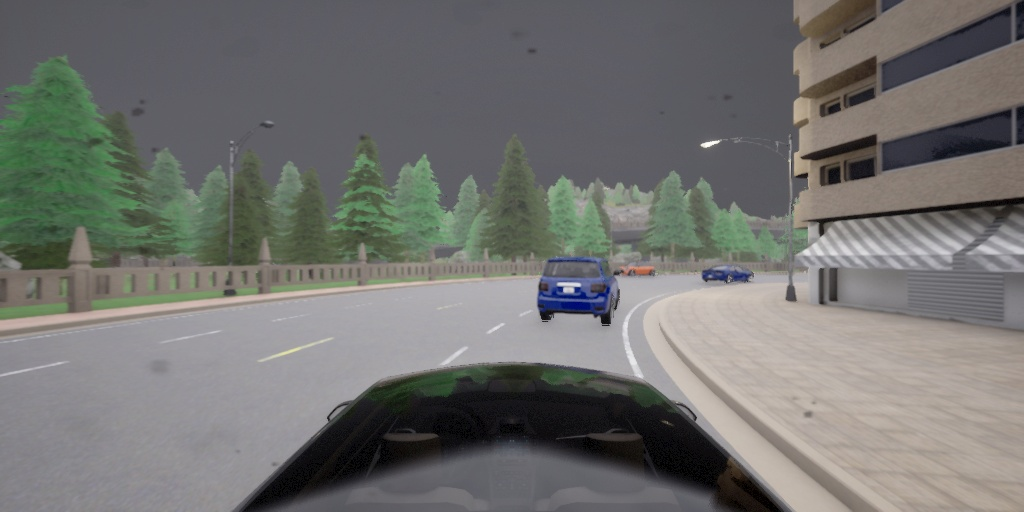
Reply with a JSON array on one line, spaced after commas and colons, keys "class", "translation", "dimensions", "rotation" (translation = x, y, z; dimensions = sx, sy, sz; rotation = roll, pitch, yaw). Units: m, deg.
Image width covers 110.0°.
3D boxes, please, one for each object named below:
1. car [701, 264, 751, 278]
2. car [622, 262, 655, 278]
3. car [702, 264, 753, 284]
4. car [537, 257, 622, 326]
[{"class": "car", "translation": [23.544, 1.613, 39.522], "dimensions": [4.892, 1.490, 1.837], "rotation": [0, -1, -14]}, {"class": "car", "translation": [13.473, 1.411, 39.335], "dimensions": [4.553, 1.767, 2.097], "rotation": [0, 0, -26]}, {"class": "car", "translation": [17.973, 1.497, 29.818], "dimensions": [5.008, 1.535, 1.882], "rotation": [0, -1, -29]}, {"class": "car", "translation": [2.466, 1.054, 12.460], "dimensions": [2.150, 2.045, 5.566], "rotation": [0, 0, 19]}]
